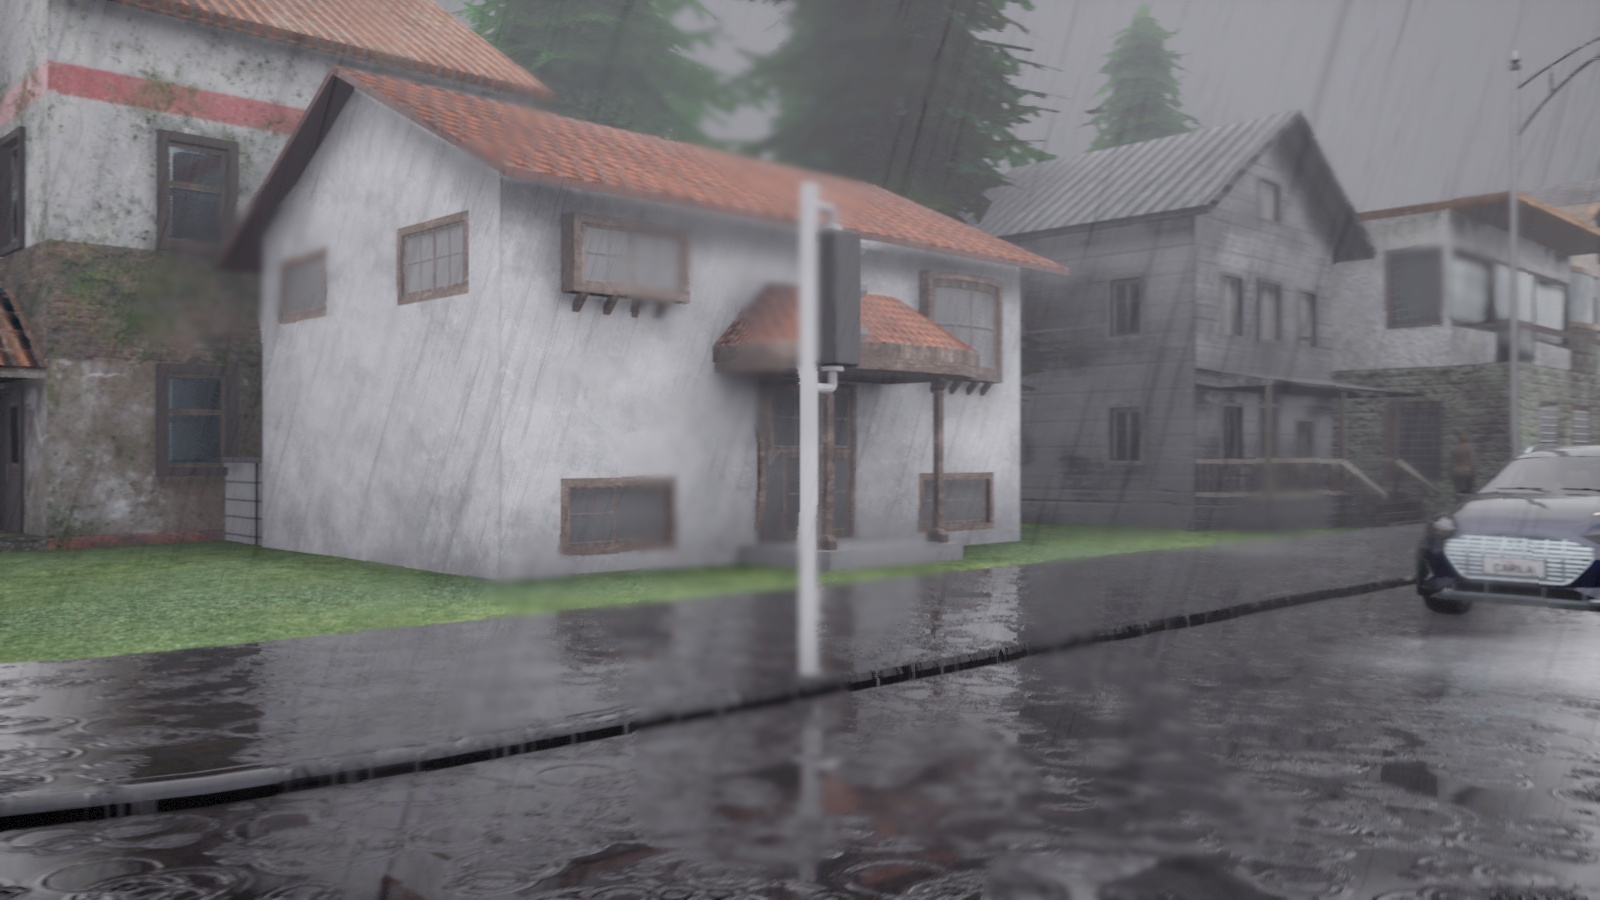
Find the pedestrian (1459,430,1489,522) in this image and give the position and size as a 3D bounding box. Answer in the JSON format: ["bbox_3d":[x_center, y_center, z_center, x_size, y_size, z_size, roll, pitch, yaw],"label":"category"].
[{"bbox_3d":[13.671,0.514,25.472,0.634,1.846,0.331,0,0,-42],"label":"pedestrian"}]

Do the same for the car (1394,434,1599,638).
[{"bbox_3d":[7.791,0.700,12.260,4.856,1.649,2.033,0,0,-44],"label":"car"}]
